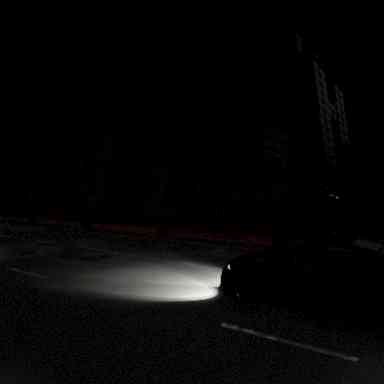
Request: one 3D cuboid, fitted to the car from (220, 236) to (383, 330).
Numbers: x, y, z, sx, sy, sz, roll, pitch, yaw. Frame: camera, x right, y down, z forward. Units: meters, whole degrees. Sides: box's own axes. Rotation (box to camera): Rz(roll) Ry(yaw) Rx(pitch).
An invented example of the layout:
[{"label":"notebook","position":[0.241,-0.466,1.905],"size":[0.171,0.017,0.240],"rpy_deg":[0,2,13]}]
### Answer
[{"label":"car","position":[2.636,1.566,6.412],"size":[4.181,1.385,1.994],"rpy_deg":[0,0,35]}]
